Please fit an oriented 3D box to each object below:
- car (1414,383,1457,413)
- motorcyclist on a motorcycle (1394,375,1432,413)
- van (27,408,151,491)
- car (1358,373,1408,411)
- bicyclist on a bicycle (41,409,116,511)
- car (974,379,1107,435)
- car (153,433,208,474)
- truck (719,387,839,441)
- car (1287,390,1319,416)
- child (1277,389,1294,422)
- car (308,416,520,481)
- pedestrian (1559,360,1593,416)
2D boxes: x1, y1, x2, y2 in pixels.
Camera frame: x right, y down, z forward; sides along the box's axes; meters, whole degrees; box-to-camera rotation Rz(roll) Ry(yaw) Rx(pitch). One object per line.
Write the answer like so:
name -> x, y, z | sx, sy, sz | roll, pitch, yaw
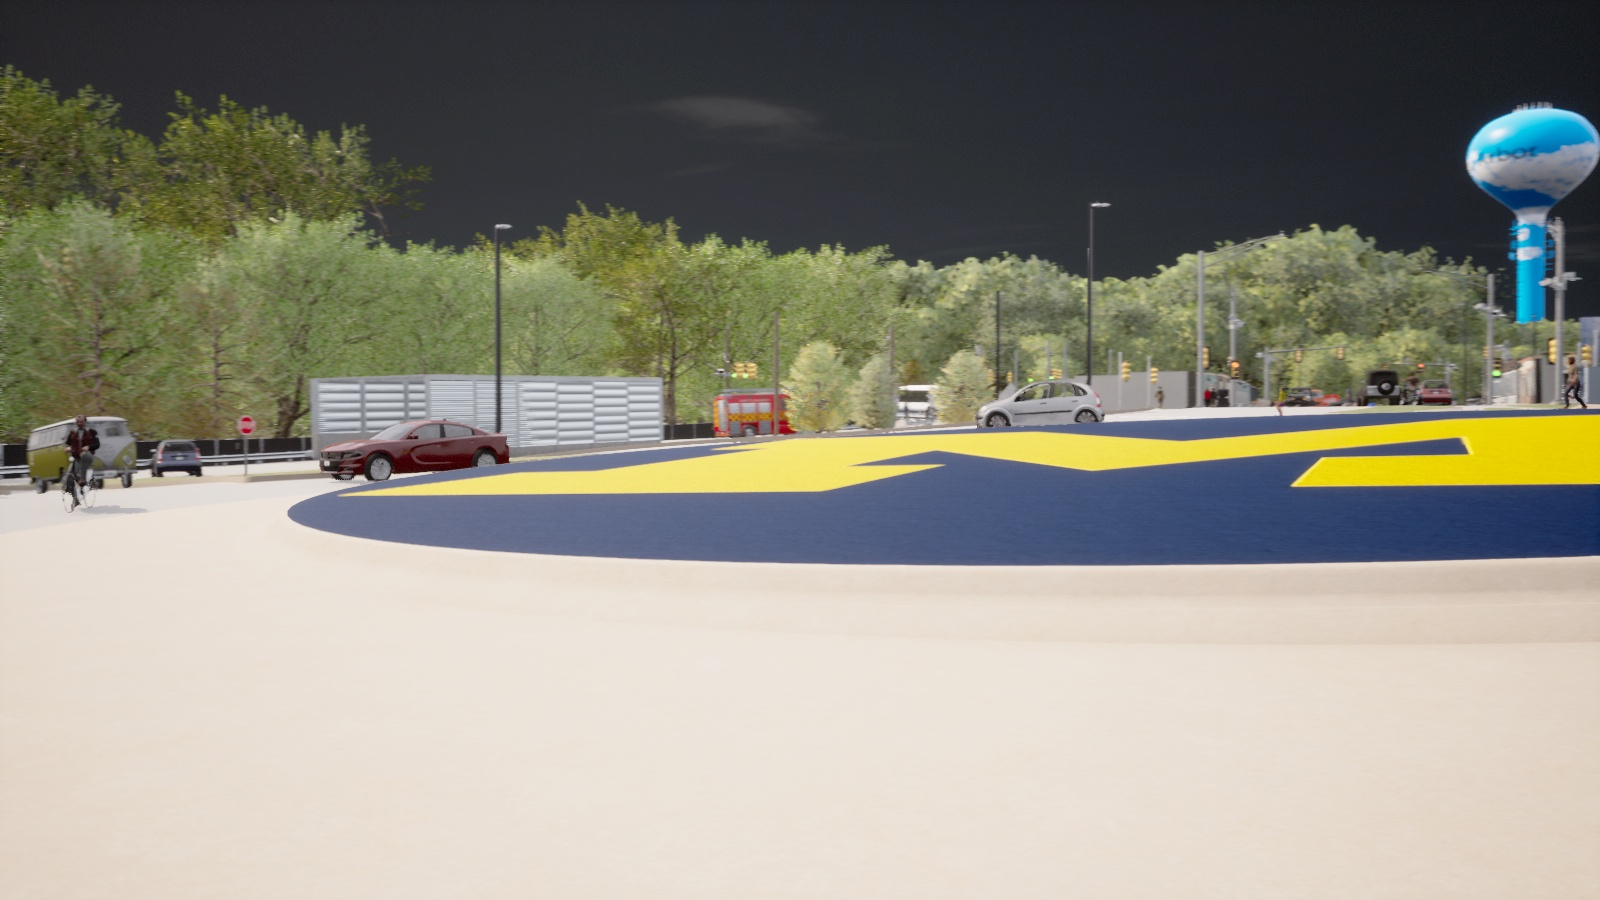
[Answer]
car -> 36.590, -2.987, 72.357 | 1.851, 1.617, 3.988 | 1, 1, 22
motorcyclist on a motorcycle -> 27.470, -2.509, 56.286 | 0.766, 1.649, 2.350 | 0, 2, 7
van -> -19.780, 0.015, 34.849 | 1.775, 1.987, 4.442 | -4, 0, -45
car -> 30.092, -2.966, 64.930 | 1.905, 1.878, 3.866 | 1, 2, 19
bicyclist on a bicycle -> -13.088, 0.142, 22.828 | 0.659, 1.776, 1.843 | 0, 2, -14
car -> 7.546, -1.317, 39.444 | 3.988, 1.617, 1.851 | -1, 1, 12
car -> -26.190, 0.106, 52.998 | 1.851, 1.617, 3.988 | -2, 2, -29
truck -> -1.542, -2.728, 94.314 | 8.468, 3.827, 2.891 | -2, 1, -23
car -> 36.925, -3.422, 92.178 | 1.905, 1.878, 3.866 | 1, 1, 26
child -> 17.395, -1.585, 44.991 | 0.299, 1.160, 0.473 | 0, 1, -39
car -> -9.911, -0.100, 32.600 | 1.882, 1.535, 5.008 | 1, 2, 41
pedestrian -> 25.362, -2.016, 41.027 | 0.869, 1.805, 0.328 | 0, 1, 9
